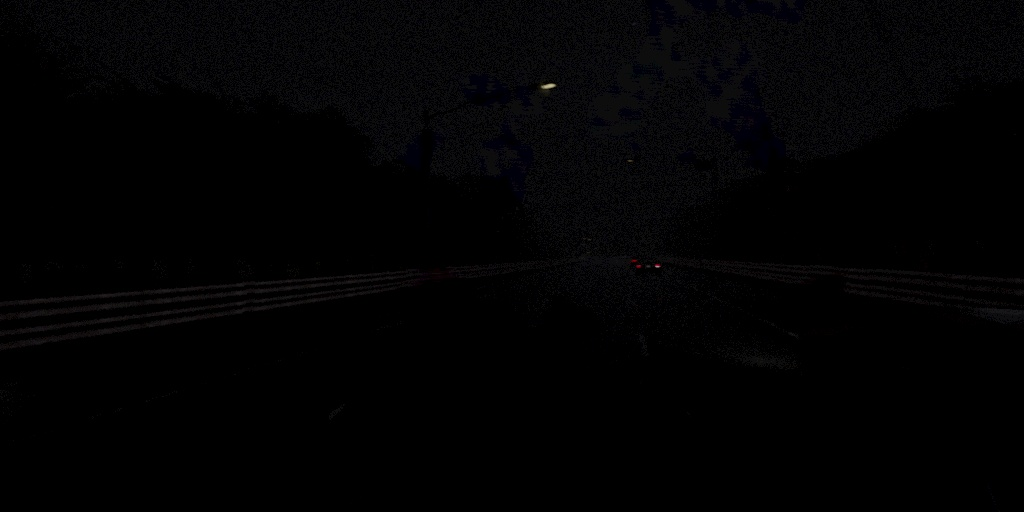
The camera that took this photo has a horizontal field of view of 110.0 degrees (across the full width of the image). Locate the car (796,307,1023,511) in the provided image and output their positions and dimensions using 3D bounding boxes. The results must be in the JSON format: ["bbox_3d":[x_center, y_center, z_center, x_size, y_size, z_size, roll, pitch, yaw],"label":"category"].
[{"bbox_3d":[4.552,1.197,3.291,1.812,1.442,4.674,-1,0,17],"label":"car"}]

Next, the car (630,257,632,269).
[{"bbox_3d":[17.554,0.748,49.597,2.150,2.045,5.566,-1,0,18],"label":"car"}]

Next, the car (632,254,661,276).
[{"bbox_3d":[12.849,0.930,34.152,2.097,1.767,4.553,-1,0,17],"label":"car"}]
